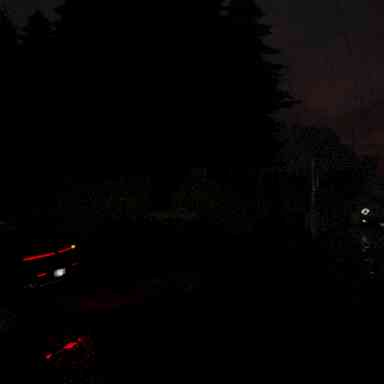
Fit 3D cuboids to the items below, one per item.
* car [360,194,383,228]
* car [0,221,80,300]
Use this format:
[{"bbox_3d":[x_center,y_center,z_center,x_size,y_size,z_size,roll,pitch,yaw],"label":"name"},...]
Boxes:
[{"bbox_3d":[10.160,0.903,17.315,2.097,1.767,4.553,-1,1,35],"label":"car"},{"bbox_3d":[-4.988,1.495,8.046,4.892,1.490,1.837,-1,2,25],"label":"car"}]
